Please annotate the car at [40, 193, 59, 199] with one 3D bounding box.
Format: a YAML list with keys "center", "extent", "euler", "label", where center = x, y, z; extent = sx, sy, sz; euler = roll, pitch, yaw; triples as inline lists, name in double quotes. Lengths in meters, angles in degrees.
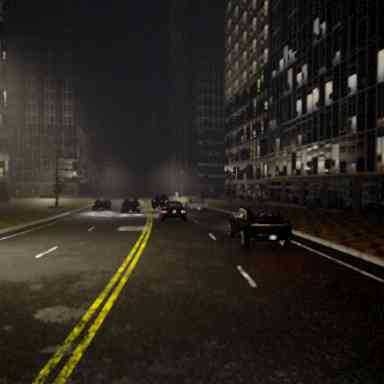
- center: [-33.848, 0.967, 78.937]
  extent: [4.313, 1.339, 1.947]
  euler: [0, 1, -9]
  label: "car"

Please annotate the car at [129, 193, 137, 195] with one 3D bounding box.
- center: [-13.140, 0.847, 73.783]
  extent: [1.994, 1.385, 4.181]
  euler: [0, 0, -10]
  label: "car"

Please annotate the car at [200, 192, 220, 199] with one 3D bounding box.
- center: [4.562, 0.874, 85.281]
  extent: [5.009, 1.841, 2.192]
  euler: [0, 1, -9]
  label: "car"

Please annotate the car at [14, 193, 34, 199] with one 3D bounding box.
- center: [-39.467, 0.958, 78.066]
  extent: [4.206, 1.307, 1.802]
  euler: [0, 1, -9]
  label: "car"

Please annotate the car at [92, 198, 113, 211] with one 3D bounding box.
- center: [-10.072, 1.373, 37.579]
  extent: [1.895, 1.301, 4.718]
  euler: [0, 0, -10]
  label: "car"

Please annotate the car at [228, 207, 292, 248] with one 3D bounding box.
- center: [2.753, 1.392, 14.348]
  extent: [2.128, 1.511, 4.902]
  euler: [0, 0, -4]
  label: "car"

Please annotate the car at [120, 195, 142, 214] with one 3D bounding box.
- center: [-6.046, 1.337, 33.085]
  extent: [2.033, 1.411, 5.357]
  euler: [0, 0, -9]
  label: "car"

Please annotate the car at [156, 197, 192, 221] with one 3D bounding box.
- center: [-1.496, 1.379, 25.197]
  extent: [2.033, 1.411, 5.357]
  euler: [0, 0, -7]
  label: "car"

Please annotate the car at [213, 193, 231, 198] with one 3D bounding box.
- center: [8.621, 0.914, 94.427]
  extent: [4.829, 1.417, 1.752]
  euler: [0, 1, -9]
  label: "car"

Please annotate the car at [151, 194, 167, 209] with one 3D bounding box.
- center: [-3.962, 1.074, 41.325]
  extent: [2.097, 1.767, 4.553]
  euler: [0, 0, -10]
  label: "car"

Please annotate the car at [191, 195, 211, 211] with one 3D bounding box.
- center: [0.341, 1.352, 35.478]
  extent: [1.895, 1.301, 4.718]
  euler: [0, 0, -9]
  label: "car"
